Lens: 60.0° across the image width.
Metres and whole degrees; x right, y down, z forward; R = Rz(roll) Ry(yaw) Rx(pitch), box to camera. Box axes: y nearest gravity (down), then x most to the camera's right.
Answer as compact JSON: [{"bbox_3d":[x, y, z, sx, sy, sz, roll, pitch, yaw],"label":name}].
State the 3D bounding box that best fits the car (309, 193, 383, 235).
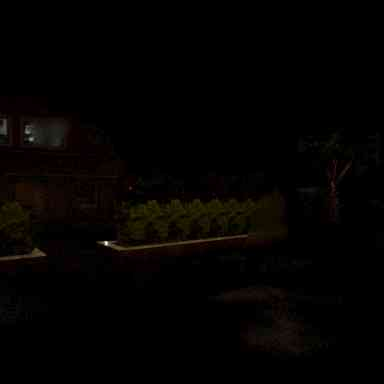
[{"bbox_3d":[9.694,1.223,19.462,2.150,2.045,5.566,0,0,-40],"label":"car"}]
